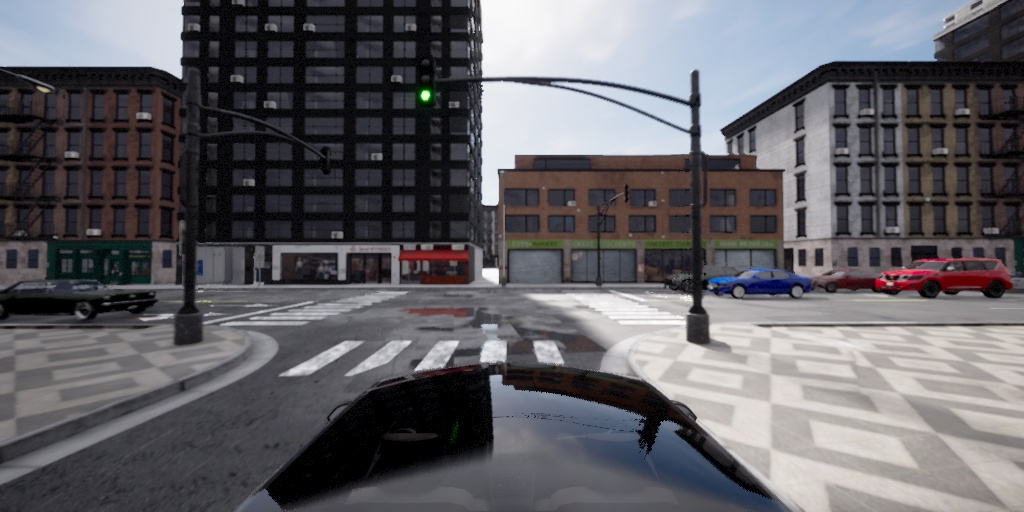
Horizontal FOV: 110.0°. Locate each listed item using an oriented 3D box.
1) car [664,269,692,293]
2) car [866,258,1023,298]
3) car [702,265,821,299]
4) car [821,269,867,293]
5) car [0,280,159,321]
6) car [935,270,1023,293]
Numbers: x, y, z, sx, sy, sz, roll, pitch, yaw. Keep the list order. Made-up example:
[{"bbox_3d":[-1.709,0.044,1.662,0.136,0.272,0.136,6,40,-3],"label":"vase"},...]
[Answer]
[{"bbox_3d":[11.990,1.372,22.483,4.553,1.767,2.097,0,-1,0],"label":"car"},{"bbox_3d":[23.051,1.152,19.257,5.566,2.045,2.150,0,-1,0],"label":"car"},{"bbox_3d":[13.125,1.428,19.222,5.008,1.535,1.882,0,-1,-2],"label":"car"},{"bbox_3d":[20.818,1.527,22.483,4.674,1.442,1.812,0,-1,0],"label":"car"},{"bbox_3d":[-15.369,1.471,12.465,4.718,1.301,1.895,0,-1,0],"label":"car"},{"bbox_3d":[30.021,1.583,22.507,4.718,1.301,1.895,0,-1,0],"label":"car"}]
